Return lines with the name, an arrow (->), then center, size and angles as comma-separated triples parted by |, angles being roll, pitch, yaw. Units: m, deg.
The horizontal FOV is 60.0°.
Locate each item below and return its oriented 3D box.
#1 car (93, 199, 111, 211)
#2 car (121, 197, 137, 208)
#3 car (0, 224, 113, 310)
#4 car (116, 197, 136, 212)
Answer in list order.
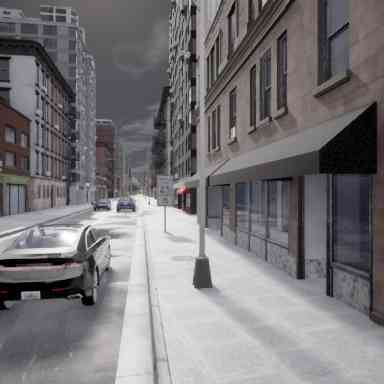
car -> -11.324, 1.604, 42.339 | 2.033, 1.411, 5.357 | 0, 0, -9
car -> -9.432, 1.561, 49.845 | 2.128, 1.511, 4.902 | 0, 0, -9
car -> -3.030, 1.497, 7.893 | 2.128, 1.511, 4.902 | 0, 0, -9
car -> -7.865, 1.402, 39.966 | 2.097, 1.767, 4.553 | 0, 0, -8
